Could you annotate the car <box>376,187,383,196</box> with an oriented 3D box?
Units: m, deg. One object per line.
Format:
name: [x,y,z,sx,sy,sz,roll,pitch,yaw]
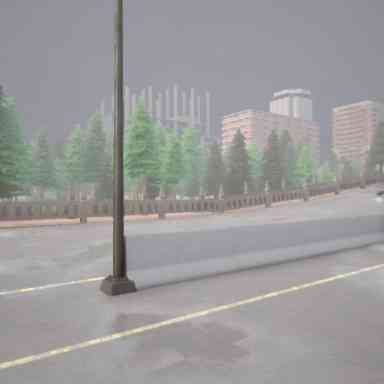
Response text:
car: [22.661,-0.391,37.093,5.357,1.411,2.033,-9,5,-35]
